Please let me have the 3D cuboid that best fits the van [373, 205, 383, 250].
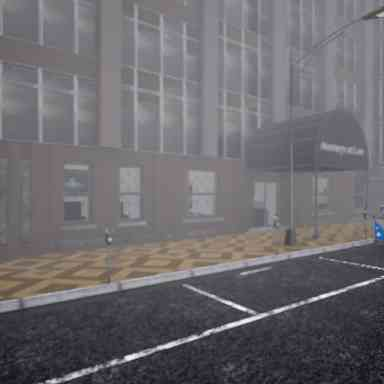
[{"bbox_3d":[8.491,1.293,12.601,3.998,1.788,1.690,0,1,-35],"label":"van"}]
